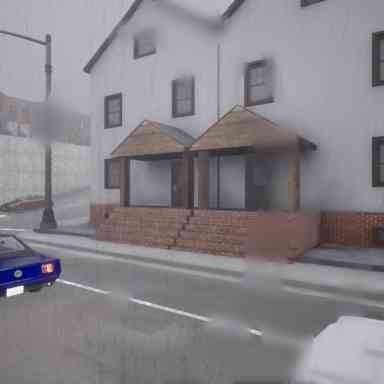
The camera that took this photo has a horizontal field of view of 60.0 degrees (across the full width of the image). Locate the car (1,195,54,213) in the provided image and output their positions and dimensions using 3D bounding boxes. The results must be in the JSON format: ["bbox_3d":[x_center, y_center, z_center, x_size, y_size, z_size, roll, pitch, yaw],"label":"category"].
[{"bbox_3d":[-14.428,0.973,29.273,1.994,1.385,4.181,0,7,35],"label":"car"}]

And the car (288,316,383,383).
[{"bbox_3d":[2.959,1.601,1.872,4.718,1.301,1.895,0,0,36],"label":"car"}]

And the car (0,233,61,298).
[{"bbox_3d":[-5.160,1.601,7.646,4.718,1.301,1.895,0,0,36],"label":"car"}]
